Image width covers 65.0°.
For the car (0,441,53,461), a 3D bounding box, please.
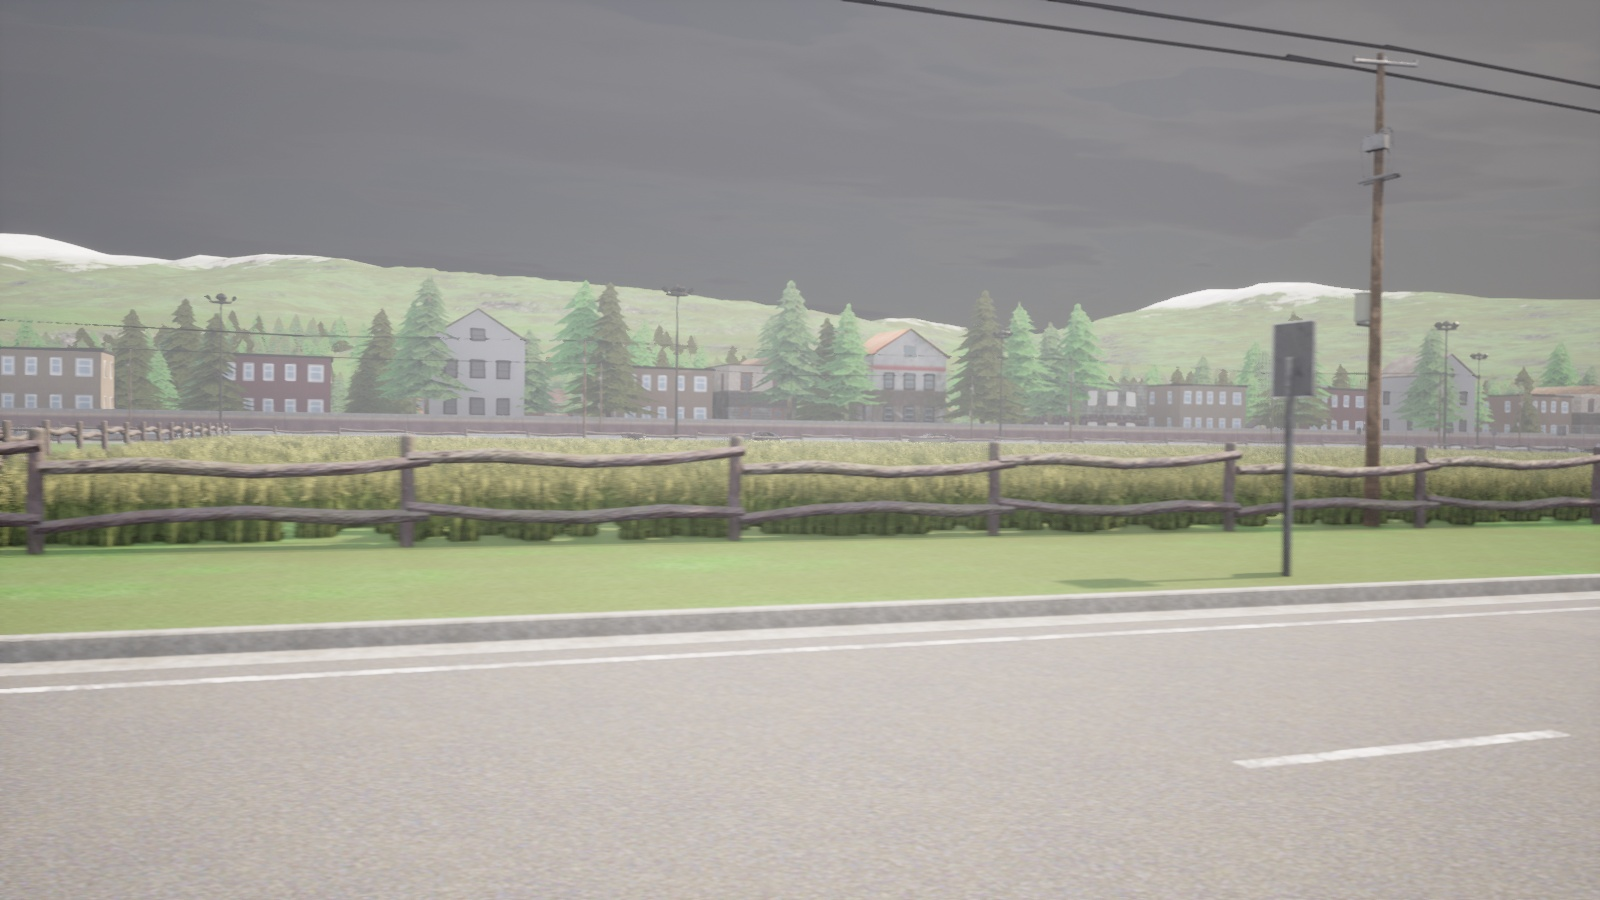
[{"bbox_3d":[-52.365,0.050,83.093,4.718,1.301,1.895,-1,1,-21],"label":"car"}]
